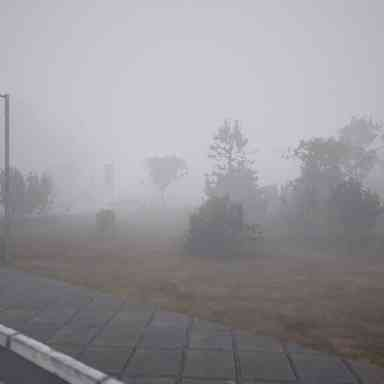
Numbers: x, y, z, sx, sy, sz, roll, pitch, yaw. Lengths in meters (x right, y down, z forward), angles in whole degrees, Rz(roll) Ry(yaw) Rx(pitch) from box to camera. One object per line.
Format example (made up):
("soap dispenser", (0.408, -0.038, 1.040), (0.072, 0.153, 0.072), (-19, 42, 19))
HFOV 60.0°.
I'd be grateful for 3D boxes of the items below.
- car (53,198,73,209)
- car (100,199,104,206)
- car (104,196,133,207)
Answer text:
("car", (-17.295, 1.482, 41.742), (2.128, 1.511, 4.902), (0, 0, 39))
("car", (-12.373, 1.379, 53.413), (1.882, 1.535, 5.008), (0, 1, 39))
("car", (-10.401, 1.515, 50.287), (1.895, 1.301, 4.718), (0, 1, 39))
